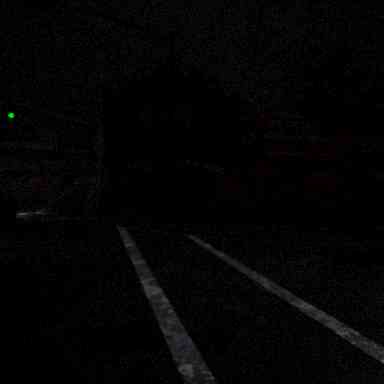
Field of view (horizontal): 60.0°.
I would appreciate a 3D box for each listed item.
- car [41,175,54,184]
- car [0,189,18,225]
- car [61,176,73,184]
[{"bbox_3d":[-26.972,-2.370,62.069,1.882,1.535,5.008,1,3,-16],"label":"car"},{"bbox_3d":[-9.265,0.516,14.735,2.097,1.767,4.553,1,3,-16],"label":"car"},{"bbox_3d":[-23.728,-2.353,63.442,1.882,1.535,5.008,1,3,-16],"label":"car"}]
